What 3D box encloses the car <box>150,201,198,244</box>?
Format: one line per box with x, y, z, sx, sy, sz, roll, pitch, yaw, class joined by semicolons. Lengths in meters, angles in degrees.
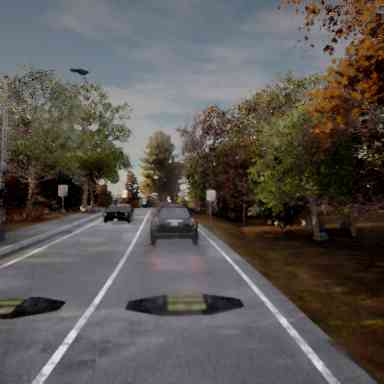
-0.912;1.366;16.187;2.097;1.767;4.553;0;0;-5;car

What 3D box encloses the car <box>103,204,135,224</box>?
-5.426;1.599;24.991;1.895;1.301;4.718;0;0;-6;car

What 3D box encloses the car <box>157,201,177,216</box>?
-2.616;1.616;34.267;1.895;1.301;4.718;0;0;-6;car
